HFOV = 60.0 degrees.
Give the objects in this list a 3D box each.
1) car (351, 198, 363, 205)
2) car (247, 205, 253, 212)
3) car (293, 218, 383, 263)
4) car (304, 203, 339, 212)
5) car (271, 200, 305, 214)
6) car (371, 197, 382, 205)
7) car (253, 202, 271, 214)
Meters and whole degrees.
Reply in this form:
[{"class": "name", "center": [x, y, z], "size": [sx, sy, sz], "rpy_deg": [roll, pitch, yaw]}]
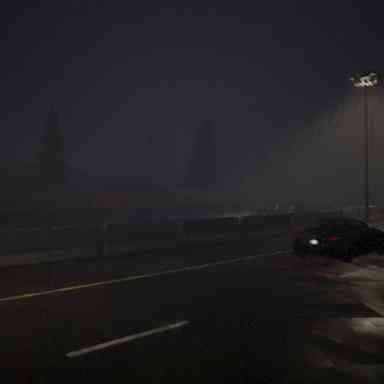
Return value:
[{"class": "car", "center": [34.865, 2.013, 70.217], "size": [1.994, 1.385, 4.181], "rpy_deg": [-1, -1, 29]}, {"class": "car", "center": [9.481, 2.017, 45.639], "size": [1.895, 1.301, 4.718], "rpy_deg": [-1, -1, 42]}, {"class": "car", "center": [5.645, 1.658, 12.492], "size": [4.181, 1.385, 1.994], "rpy_deg": [0, -1, -40]}, {"class": "car", "center": [13.929, 1.832, 34.949], "size": [1.994, 1.385, 4.181], "rpy_deg": [-1, -1, 43]}, {"class": "car", "center": [11.149, 1.665, 37.108], "size": [2.097, 1.767, 4.553], "rpy_deg": [-1, -1, 43]}, {"class": "car", "center": [37.587, 1.872, 67.881], "size": [2.128, 1.511, 4.902], "rpy_deg": [-1, -1, 29]}, {"class": "car", "center": [9.872, 1.963, 40.848], "size": [1.895, 1.301, 4.718], "rpy_deg": [-1, -1, 43]}]
